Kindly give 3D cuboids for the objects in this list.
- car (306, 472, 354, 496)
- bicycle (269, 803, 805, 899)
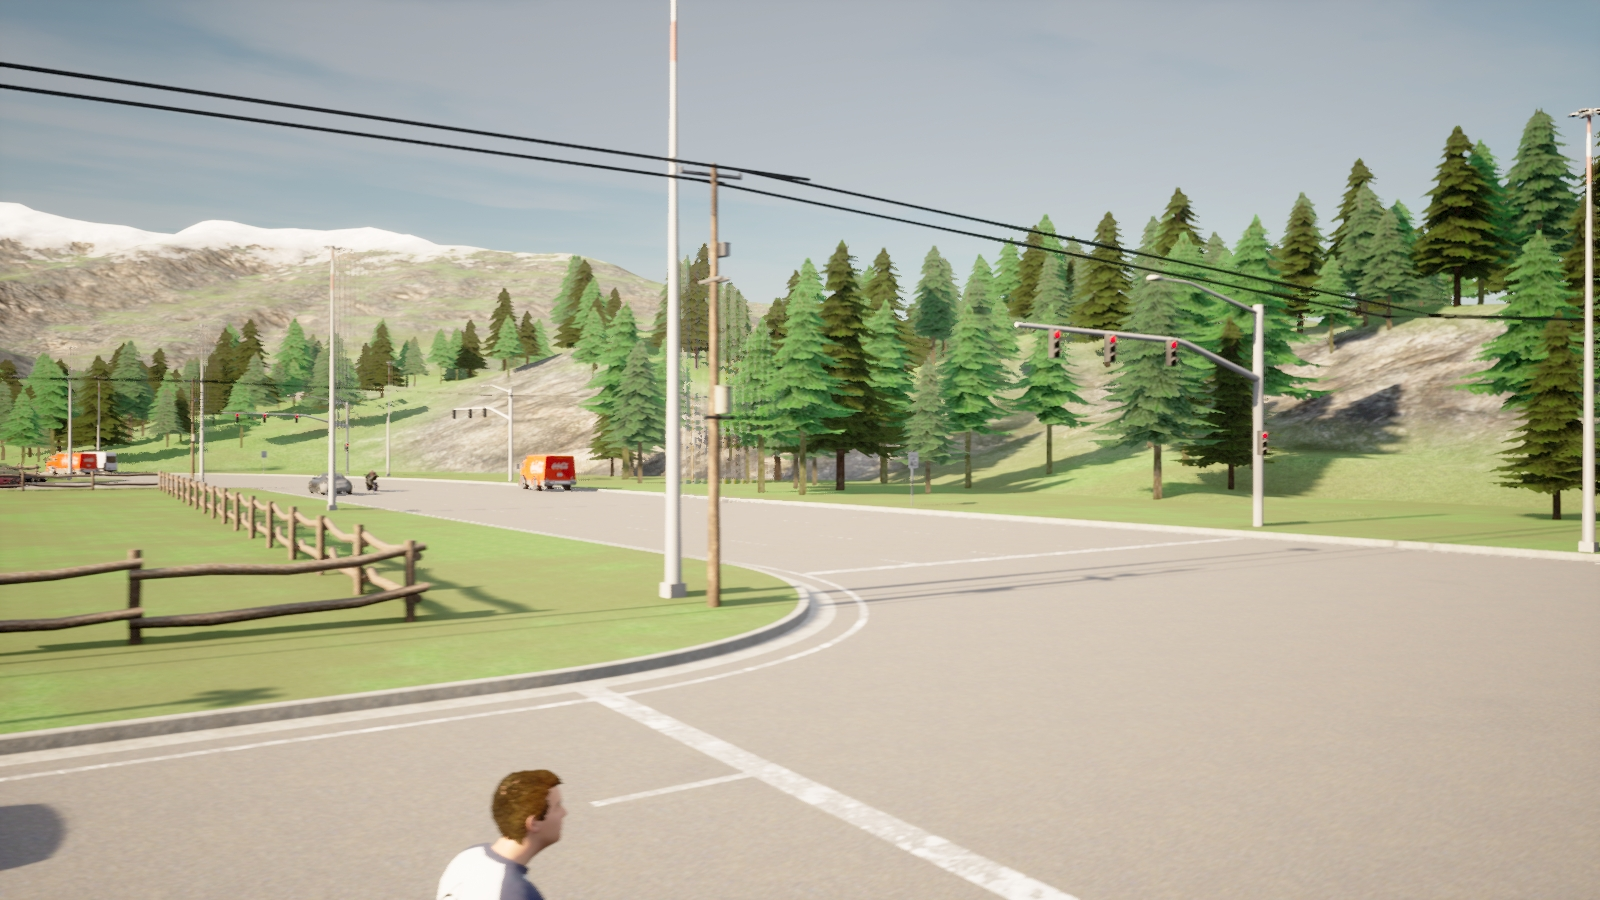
[{"bbox_3d":[-29.884,2.132,72.629,1.994,1.385,4.181,0,0,-35],"label":"car"},{"bbox_3d":[-0.773,2.058,3.643,1.643,1.496,0.373,1,0,-34],"label":"bicycle"}]
